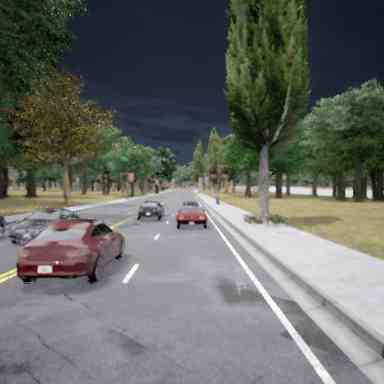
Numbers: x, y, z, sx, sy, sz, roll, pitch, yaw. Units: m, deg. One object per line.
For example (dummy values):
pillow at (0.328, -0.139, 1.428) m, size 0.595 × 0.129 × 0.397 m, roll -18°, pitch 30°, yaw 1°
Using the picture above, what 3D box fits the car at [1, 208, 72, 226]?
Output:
car at (-6.688, 1.497, 15.726) m, size 1.812 × 1.442 × 4.674 m, roll 0°, pitch 0°, yaw 0°

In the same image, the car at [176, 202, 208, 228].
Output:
car at (-0.024, 1.540, 21.806) m, size 1.895 × 1.301 × 4.718 m, roll 0°, pitch 0°, yaw 0°

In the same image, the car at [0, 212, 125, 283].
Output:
car at (-3.198, 1.506, 9.510) m, size 1.812 × 1.442 × 4.674 m, roll 0°, pitch 0°, yaw 0°

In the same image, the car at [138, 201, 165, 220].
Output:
car at (-3.293, 1.455, 27.232) m, size 1.812 × 1.442 × 4.674 m, roll 0°, pitch 0°, yaw 0°

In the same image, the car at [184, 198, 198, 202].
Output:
car at (-0.149, 1.450, 42.542) m, size 1.895 × 1.301 × 4.718 m, roll 0°, pitch 0°, yaw 0°
